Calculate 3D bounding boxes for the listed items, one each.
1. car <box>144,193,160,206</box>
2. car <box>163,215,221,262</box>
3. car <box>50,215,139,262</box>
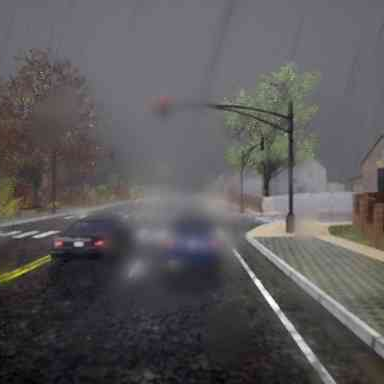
[{"bbox_3d":[-6.566,1.247,55.678,2.150,2.045,5.566,0,0,0],"label":"car"},{"bbox_3d":[0.019,1.548,12.030,2.033,1.411,5.357,0,0,0],"label":"car"},{"bbox_3d":[-3.231,1.548,12.045,2.033,1.411,5.357,0,0,0],"label":"car"}]
